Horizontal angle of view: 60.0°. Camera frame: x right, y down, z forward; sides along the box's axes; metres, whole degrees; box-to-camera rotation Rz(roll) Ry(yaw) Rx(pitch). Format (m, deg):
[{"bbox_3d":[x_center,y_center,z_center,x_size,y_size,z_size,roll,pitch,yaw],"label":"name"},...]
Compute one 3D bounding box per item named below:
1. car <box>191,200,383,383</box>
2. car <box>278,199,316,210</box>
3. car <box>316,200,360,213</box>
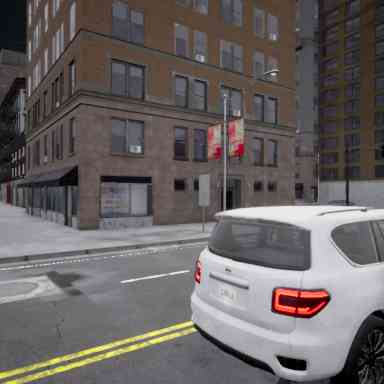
[{"bbox_3d":[2.598,1.222,5.282,5.566,2.045,2.150,0,0,-35],"label":"car"},{"bbox_3d":[13.665,1.581,43.341,2.008,1.369,4.403,0,0,-35],"label":"car"},{"bbox_3d":[16.917,1.596,38.706,1.947,1.339,4.313,0,0,-35],"label":"car"}]
